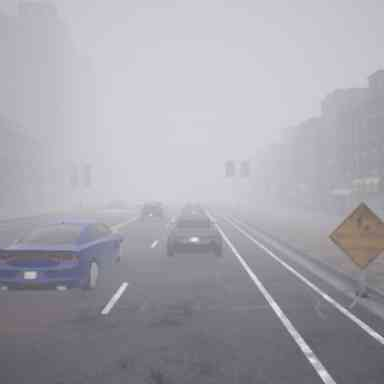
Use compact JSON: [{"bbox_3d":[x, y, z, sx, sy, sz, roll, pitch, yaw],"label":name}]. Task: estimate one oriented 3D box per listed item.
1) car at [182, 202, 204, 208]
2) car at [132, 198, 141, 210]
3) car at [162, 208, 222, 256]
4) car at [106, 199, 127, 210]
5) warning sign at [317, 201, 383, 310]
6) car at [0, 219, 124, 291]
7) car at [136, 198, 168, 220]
[{"bbox_3d":[0.097,1.569,28.331,1.994,1.385,4.181,0,0,0],"label":"car"},{"bbox_3d":[-6.570,1.560,43.560,1.812,1.442,4.674,0,0,0],"label":"car"},{"bbox_3d":[0.092,1.564,13.165,1.994,1.385,4.181,0,0,0],"label":"car"},{"bbox_3d":[-9.819,1.598,43.650,1.994,1.385,4.181,0,0,0],"label":"car"},{"bbox_3d":[3.223,1.115,6.316,1.300,1.860,1.060,0,0,0],"label":"warning sign"},{"bbox_3d":[-3.177,1.478,9.046,1.882,1.535,5.008,0,0,0],"label":"car"},{"bbox_3d":[-3.155,1.510,27.911,1.837,1.490,4.892,0,0,0],"label":"car"}]
